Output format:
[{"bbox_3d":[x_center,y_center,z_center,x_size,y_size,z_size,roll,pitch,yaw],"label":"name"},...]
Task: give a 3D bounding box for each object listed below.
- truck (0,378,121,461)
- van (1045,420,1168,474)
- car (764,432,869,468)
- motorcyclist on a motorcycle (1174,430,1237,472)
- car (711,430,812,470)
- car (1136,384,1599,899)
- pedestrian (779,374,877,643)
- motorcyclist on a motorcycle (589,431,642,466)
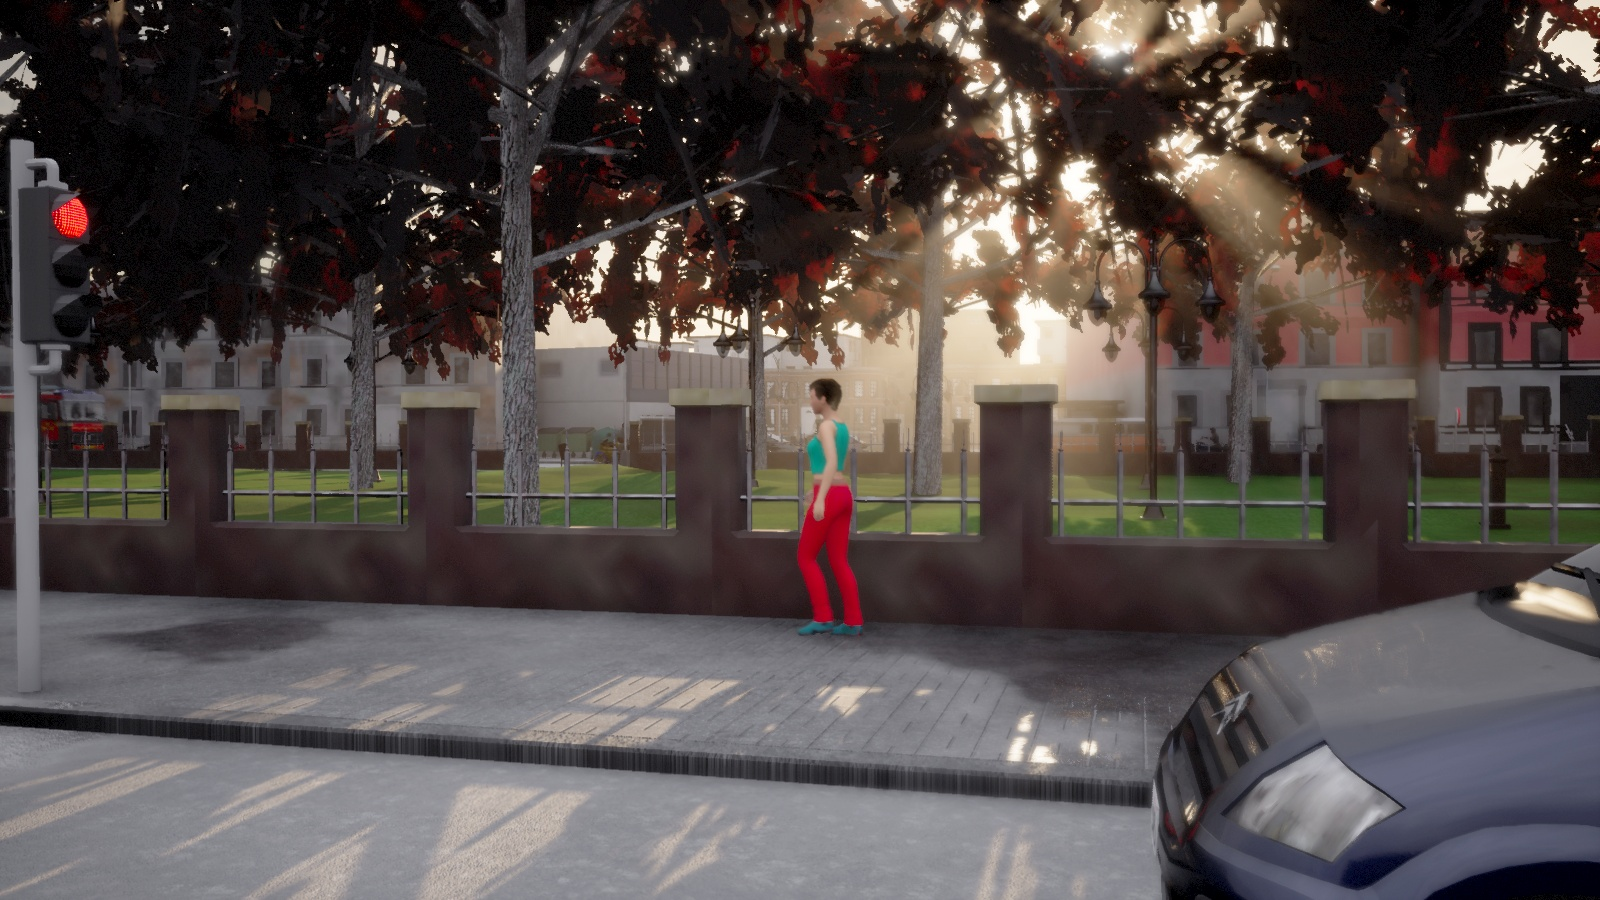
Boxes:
[{"bbox_3d":[-37.274,-1.444,60.337,8.468,3.827,2.891,0,1,15],"label":"truck"},{"bbox_3d":[11.537,-0.133,47.300,4.442,1.987,1.775,0,1,15],"label":"van"},{"bbox_3d":[0.720,-0.027,54.343,4.193,1.474,1.816,0,1,15],"label":"car"},{"bbox_3d":[16.182,0.034,50.197,2.350,1.649,0.766,0,1,15],"label":"motorcyclist on a motorcycle"},{"bbox_3d":[-1.541,-0.014,50.808,3.705,1.549,1.789,0,1,15],"label":"car"},{"bbox_3d":[2.850,0.691,2.798,3.988,1.617,1.851,0,1,13],"label":"car"},{"bbox_3d":[0.200,0.395,8.863,0.594,1.836,0.345,1,1,27],"label":"pedestrian"},{"bbox_3d":[-8.339,-0.079,56.771,2.191,1.530,0.866,0,1,15],"label":"motorcyclist on a motorcycle"}]
